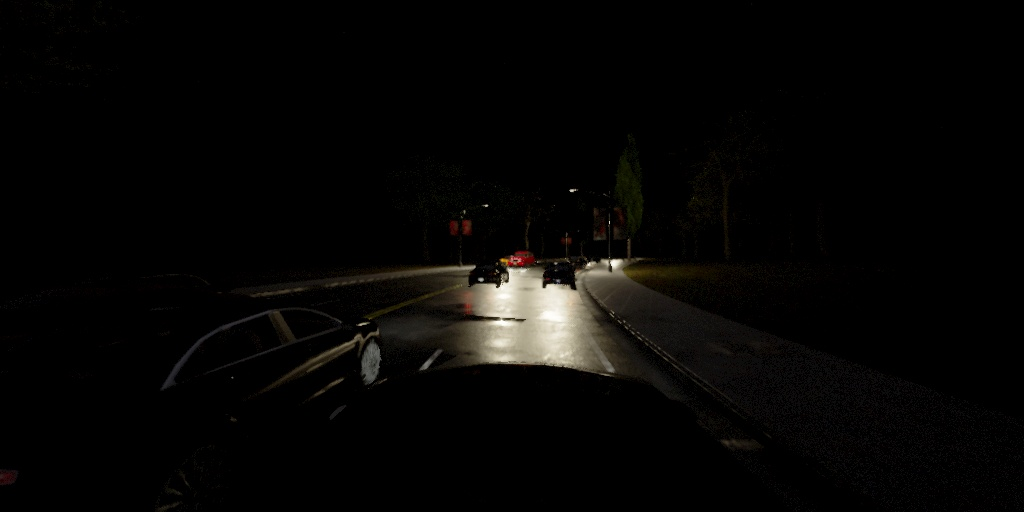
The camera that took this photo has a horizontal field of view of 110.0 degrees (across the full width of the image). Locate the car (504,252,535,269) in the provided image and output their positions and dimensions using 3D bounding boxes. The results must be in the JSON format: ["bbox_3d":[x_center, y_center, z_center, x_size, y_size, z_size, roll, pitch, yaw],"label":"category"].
[{"bbox_3d":[1.279,0.489,45.549,2.150,2.045,5.566,0,1,20],"label":"car"}]

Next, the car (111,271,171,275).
[{"bbox_3d":[-9.496,1.172,8.880,1.837,1.490,4.892,0,0,4],"label":"car"}]

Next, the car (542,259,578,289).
[{"bbox_3d":[2.789,1.088,21.168,1.812,1.442,4.674,0,1,9],"label":"car"}]

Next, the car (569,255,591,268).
[{"bbox_3d":[8.213,0.708,45.200,2.128,1.511,4.902,0,1,21],"label":"car"}]

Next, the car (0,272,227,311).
[{"bbox_3d":[-6.431,1.177,5.451,1.882,1.535,5.008,0,0,2],"label":"car"}]

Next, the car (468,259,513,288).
[{"bbox_3d":[-1.337,1.086,21.744,1.812,1.442,4.674,0,1,9],"label":"car"}]

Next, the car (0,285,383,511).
[{"bbox_3d":[-3.020,1.214,3.853,2.128,1.511,4.902,0,0,1],"label":"car"}]

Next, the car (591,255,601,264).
[{"bbox_3d":[13.175,0.541,57.873,1.837,1.490,4.892,0,1,22],"label":"car"}]
